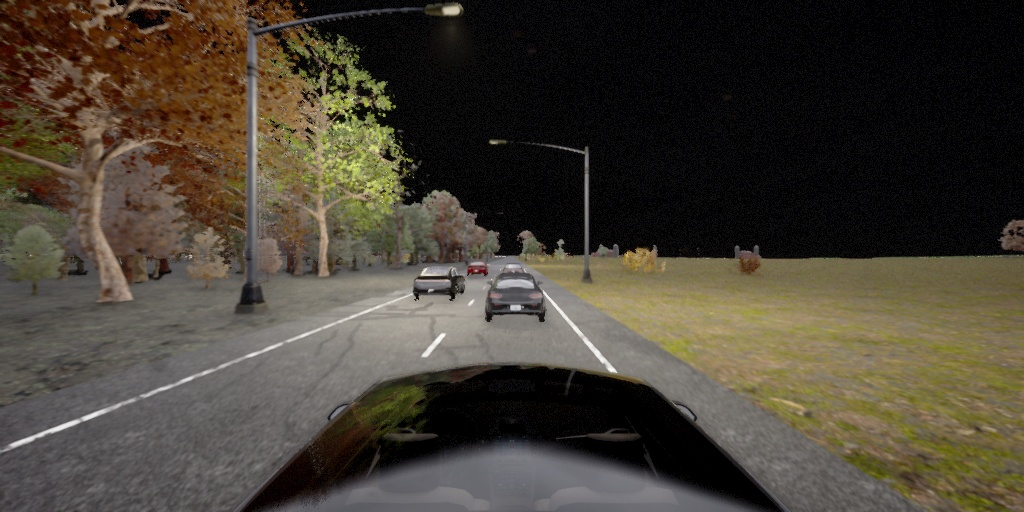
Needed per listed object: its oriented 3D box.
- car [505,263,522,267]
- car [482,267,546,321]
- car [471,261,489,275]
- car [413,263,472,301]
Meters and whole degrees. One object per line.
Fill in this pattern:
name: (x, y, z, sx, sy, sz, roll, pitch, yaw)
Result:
car: (0.106, 1.313, 30.522, 2.033, 1.411, 5.357, 0, 0, 0)
car: (0.105, 1.281, 12.331, 1.812, 1.442, 4.674, 0, 0, 0)
car: (-3.389, 1.246, 36.460, 1.882, 1.535, 5.008, 0, 0, 0)
car: (-3.396, 1.250, 17.444, 2.128, 1.511, 4.902, 0, 0, 0)
